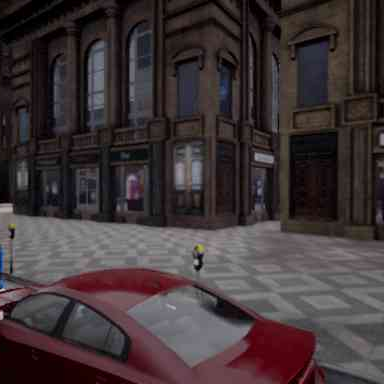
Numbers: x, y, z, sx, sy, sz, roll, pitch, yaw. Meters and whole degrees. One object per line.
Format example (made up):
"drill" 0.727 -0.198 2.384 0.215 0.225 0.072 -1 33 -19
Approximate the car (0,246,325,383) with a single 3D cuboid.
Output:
"car" -0.966 1.536 3.649 4.507 1.381 1.887 0 0 35

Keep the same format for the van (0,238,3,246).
"van" -5.590 1.315 6.942 3.998 1.788 1.690 0 0 35
